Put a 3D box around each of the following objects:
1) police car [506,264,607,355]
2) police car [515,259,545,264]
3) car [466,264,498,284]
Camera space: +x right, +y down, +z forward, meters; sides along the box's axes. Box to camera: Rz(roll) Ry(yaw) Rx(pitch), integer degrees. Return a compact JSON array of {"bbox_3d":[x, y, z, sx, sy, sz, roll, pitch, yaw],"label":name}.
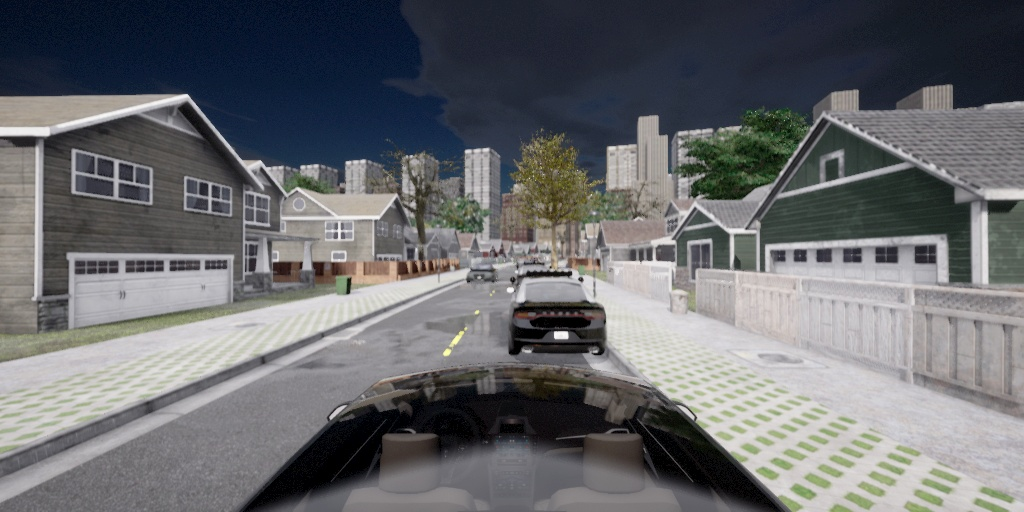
[{"bbox_3d":[0.892,1.159,8.761,1.930,1.638,5.238,0,0,1],"label":"police car"},{"bbox_3d":[1.167,1.138,18.714,1.930,1.638,5.238,0,0,2],"label":"police car"},{"bbox_3d":[-2.123,1.264,26.461,1.994,1.385,4.181,0,0,3],"label":"car"}]
